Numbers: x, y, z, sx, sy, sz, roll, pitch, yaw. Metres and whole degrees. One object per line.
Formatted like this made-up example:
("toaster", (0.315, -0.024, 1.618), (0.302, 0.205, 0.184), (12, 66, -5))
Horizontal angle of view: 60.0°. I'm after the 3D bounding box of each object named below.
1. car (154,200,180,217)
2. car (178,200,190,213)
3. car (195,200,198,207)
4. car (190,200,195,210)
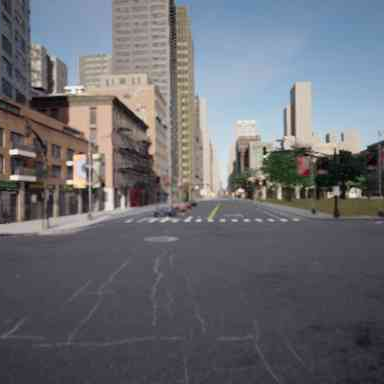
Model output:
("car", (-2.856, 1.951, 36.516), (1.812, 1.442, 4.674), (-1, -1, 6))
("car", (-1.955, 1.853, 45.525), (2.097, 1.767, 4.553), (-1, -1, 6))
("car", (0.014, 2.264, 64.603), (1.895, 1.301, 4.718), (-1, -1, 6))
("car", (-1.053, 2.141, 54.528), (1.994, 1.385, 4.181), (-1, -1, 6))
